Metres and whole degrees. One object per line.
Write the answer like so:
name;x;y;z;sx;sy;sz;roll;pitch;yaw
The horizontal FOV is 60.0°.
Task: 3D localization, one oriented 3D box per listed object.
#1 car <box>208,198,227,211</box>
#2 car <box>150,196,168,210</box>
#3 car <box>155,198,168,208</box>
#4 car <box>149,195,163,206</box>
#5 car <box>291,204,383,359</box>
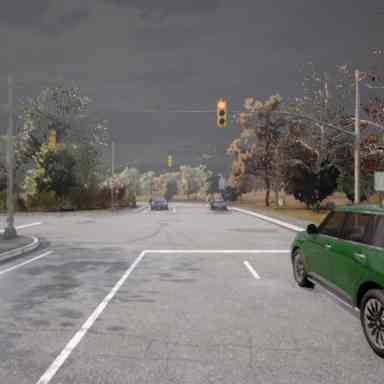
car;3.154;1.534;41.280;2.128;1.511;4.902;0;0;-3
car;-4.167;1.414;43.060;2.097;1.767;4.553;0;-1;-3
car;-5.100;1.775;54.555;2.033;1.411;5.357;0;-1;-6
car;-7.538;1.769;69.070;2.150;2.045;5.566;0;-1;-13
car;3.581;1.217;6.110;2.150;2.045;5.566;0;0;0
